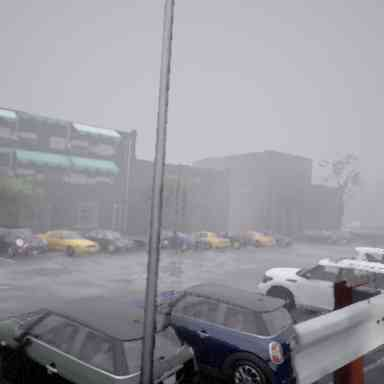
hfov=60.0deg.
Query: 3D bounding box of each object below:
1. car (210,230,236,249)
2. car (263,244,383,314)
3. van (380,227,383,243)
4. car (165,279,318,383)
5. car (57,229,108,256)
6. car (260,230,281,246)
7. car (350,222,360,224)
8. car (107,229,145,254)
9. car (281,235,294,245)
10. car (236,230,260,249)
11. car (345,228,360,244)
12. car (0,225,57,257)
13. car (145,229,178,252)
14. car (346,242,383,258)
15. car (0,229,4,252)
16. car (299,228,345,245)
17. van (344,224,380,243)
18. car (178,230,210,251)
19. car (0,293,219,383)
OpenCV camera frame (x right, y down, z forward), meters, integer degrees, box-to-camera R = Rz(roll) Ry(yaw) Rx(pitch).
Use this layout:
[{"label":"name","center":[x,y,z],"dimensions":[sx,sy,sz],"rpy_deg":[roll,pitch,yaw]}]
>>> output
[{"label":"car","center":[0.806,4.130,29.582],"dimensions":[5.366,1.575,1.946],"rpy_deg":[1,-3,34]},{"label":"car","center":[5.200,3.395,11.684],"dimensions":[5.566,2.045,2.435],"rpy_deg":[3,-2,34]},{"label":"van","center":[24.833,6.001,46.798],"dimensions":[4.442,1.987,1.878],"rpy_deg":[1,-3,34]},{"label":"car","center":[0.348,3.095,8.133],"dimensions":[4.553,1.767,2.185],"rpy_deg":[3,-2,34]},{"label":"car","center":[-8.464,3.297,22.493],"dimensions":[5.366,1.575,1.946],"rpy_deg":[1,-4,34]},{"label":"car","center":[5.597,4.549,33.029],"dimensions":[5.366,1.575,1.946],"rpy_deg":[1,-3,34]},{"label":"car","center":[36.168,7.749,74.136],"dimensions":[2.435,2.045,5.566],"rpy_deg":[2,-2,36]},{"label":"car","center":[-6.231,3.508,24.312],"dimensions":[4.892,1.521,2.231],"rpy_deg":[1,-4,34]},{"label":"car","center":[8.175,4.794,34.645],"dimensions":[4.792,1.488,2.163],"rpy_deg":[1,-4,34]},{"label":"car","center":[3.362,4.345,31.211],"dimensions":[5.008,1.535,2.097],"rpy_deg":[1,-3,34]},{"label":"car","center":[17.738,5.603,41.555],"dimensions":[4.892,1.521,2.231],"rpy_deg":[1,-3,34]},{"label":"car","center":[-11.035,2.962,20.893],"dimensions":[4.553,1.767,2.185],"rpy_deg":[1,-4,34]},{"label":"car","center":[-3.857,3.745,26.047],"dimensions":[4.792,1.488,2.163],"rpy_deg":[1,-3,34]},{"label":"car","center":[10.145,3.825,15.175],"dimensions":[5.566,2.045,2.435],"rpy_deg":[3,-2,34]},{"label":"car","center":[-13.416,2.879,19.147],"dimensions":[4.892,1.521,2.231],"rpy_deg":[1,-4,34]},{"label":"car","center":[15.319,5.267,39.852],"dimensions":[4.553,1.767,2.185],"rpy_deg":[1,-4,34]},{"label":"van","center":[22.436,5.793,45.074],"dimensions":[4.442,1.987,1.878],"rpy_deg":[1,-3,34]},{"label":"car","center":[-1.438,3.925,27.754],"dimensions":[5.008,1.535,2.097],"rpy_deg":[1,-4,35]},{"label":"car","center":[-2.099,2.881,6.364],"dimensions":[4.553,1.767,2.185],"rpy_deg":[3,-2,34]}]
